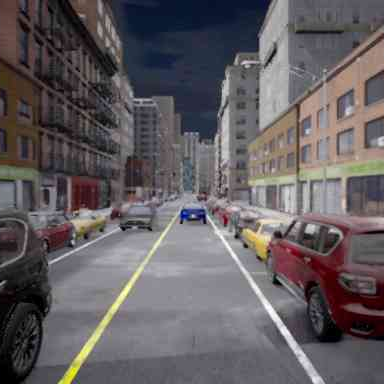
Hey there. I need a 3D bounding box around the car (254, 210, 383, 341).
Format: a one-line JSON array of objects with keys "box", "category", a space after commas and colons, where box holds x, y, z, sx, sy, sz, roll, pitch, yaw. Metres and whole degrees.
[{"box": [2.844, 1.321, 6.456, 2.192, 1.841, 5.009, -1, 0, 0], "category": "car"}]

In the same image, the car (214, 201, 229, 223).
[{"box": [2.836, 1.574, 22.947, 1.887, 1.381, 4.507, -1, 0, 0], "category": "car"}]

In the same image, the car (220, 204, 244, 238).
[{"box": [2.839, 1.571, 17.450, 2.008, 1.369, 4.403, -1, 0, 0], "category": "car"}]

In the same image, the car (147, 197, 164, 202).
[{"box": [-5.706, 1.536, 50.426, 1.967, 1.590, 4.097, -1, 0, 0], "category": "car"}]

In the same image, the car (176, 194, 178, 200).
[{"box": [-5.731, 1.780, 93.797, 1.752, 1.417, 4.829, -1, 0, 0], "category": "car"}]

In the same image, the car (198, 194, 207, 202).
[{"box": [2.797, 1.550, 88.387, 2.192, 1.841, 5.009, -1, 0, 0], "category": "car"}]

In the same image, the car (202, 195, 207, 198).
[{"box": [2.819, 1.622, 50.602, 1.752, 1.417, 4.829, -1, 0, 0], "category": "car"}]

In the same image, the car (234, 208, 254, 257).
[{"box": [2.842, 1.537, 12.123, 1.752, 1.417, 4.829, -1, 0, 0], "category": "car"}]

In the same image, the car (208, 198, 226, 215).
[{"box": [2.828, 1.493, 33.940, 1.967, 1.590, 4.097, -1, 0, 0], "category": "car"}]

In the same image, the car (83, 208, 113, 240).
[{"box": [-5.686, 1.545, 17.274, 1.752, 1.417, 4.829, -1, 0, 0], "category": "car"}]

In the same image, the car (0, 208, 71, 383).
[{"box": [-3.053, 1.221, 2.490, 2.150, 2.045, 5.566, 0, 0, 0], "category": "car"}]

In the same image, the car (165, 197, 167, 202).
[{"box": [-5.708, 1.679, 55.922, 1.947, 1.339, 4.313, -1, 0, 0], "category": "car"}]

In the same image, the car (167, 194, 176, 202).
[{"box": [-5.724, 1.780, 82.795, 1.947, 1.339, 4.313, -1, 0, 0], "category": "car"}]

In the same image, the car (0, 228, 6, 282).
[{"box": [-5.679, 1.587, 6.451, 1.802, 1.307, 4.206, 0, 0, 0], "category": "car"}]

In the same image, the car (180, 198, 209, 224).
[{"box": [0.082, 1.512, 25.441, 1.882, 1.535, 5.008, 0, 0, 0], "category": "car"}]

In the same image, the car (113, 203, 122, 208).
[{"box": [-5.692, 1.585, 28.438, 1.887, 1.381, 4.507, -1, 0, 0], "category": "car"}]

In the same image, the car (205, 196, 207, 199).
[{"box": [2.825, 1.506, 39.437, 1.967, 1.590, 4.097, -1, 0, 0], "category": "car"}]

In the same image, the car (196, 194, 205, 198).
[{"box": [2.799, 1.529, 82.800, 2.192, 1.841, 5.009, -1, 0, 0], "category": "car"}]

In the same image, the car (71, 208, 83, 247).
[{"box": [-5.684, 1.452, 11.948, 1.967, 1.590, 4.097, -1, 0, 0], "category": "car"}]

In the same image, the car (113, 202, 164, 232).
[{"box": [-3.113, 1.572, 20.750, 2.033, 1.411, 5.357, 0, 0, 0], "category": "car"}]
